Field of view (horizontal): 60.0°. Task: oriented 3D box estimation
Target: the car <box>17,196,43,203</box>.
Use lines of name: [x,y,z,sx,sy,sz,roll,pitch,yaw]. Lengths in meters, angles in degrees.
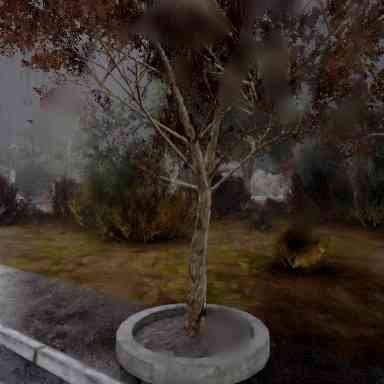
car: [-22.035,1.217,44.858,2.033,1.411,5.357,1,0,32]
